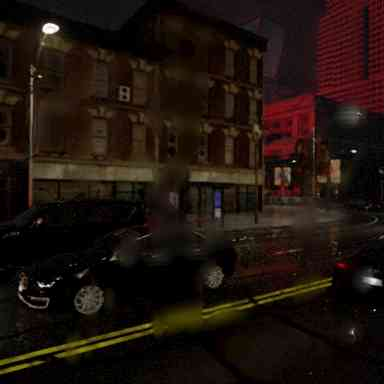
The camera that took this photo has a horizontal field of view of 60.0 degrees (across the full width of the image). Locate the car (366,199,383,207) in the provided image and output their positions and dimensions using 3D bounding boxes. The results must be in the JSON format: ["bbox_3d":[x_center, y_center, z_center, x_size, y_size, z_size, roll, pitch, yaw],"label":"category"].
[{"bbox_3d":[33.818,1.974,59.589,2.002,1.452,4.674,0,0,-16],"label":"car"}]

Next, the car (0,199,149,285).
[{"bbox_3d":[-3.860,1.239,9.836,5.566,2.045,2.150,1,0,-35],"label":"car"}]

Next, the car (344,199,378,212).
[{"bbox_3d":[22.171,1.852,44.492,2.128,1.511,4.902,0,0,1],"label":"car"}]

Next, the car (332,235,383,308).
[{"bbox_3d":[4.946,1.623,7.269,4.181,1.385,1.994,1,0,-35],"label":"car"}]

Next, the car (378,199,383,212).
[{"bbox_3d":[25.668,1.916,44.413,1.994,1.385,4.181,0,0,1],"label":"car"}]

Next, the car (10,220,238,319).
[{"bbox_3d":[-1.145,1.529,7.488,4.892,1.490,1.837,1,0,-36],"label":"car"}]
